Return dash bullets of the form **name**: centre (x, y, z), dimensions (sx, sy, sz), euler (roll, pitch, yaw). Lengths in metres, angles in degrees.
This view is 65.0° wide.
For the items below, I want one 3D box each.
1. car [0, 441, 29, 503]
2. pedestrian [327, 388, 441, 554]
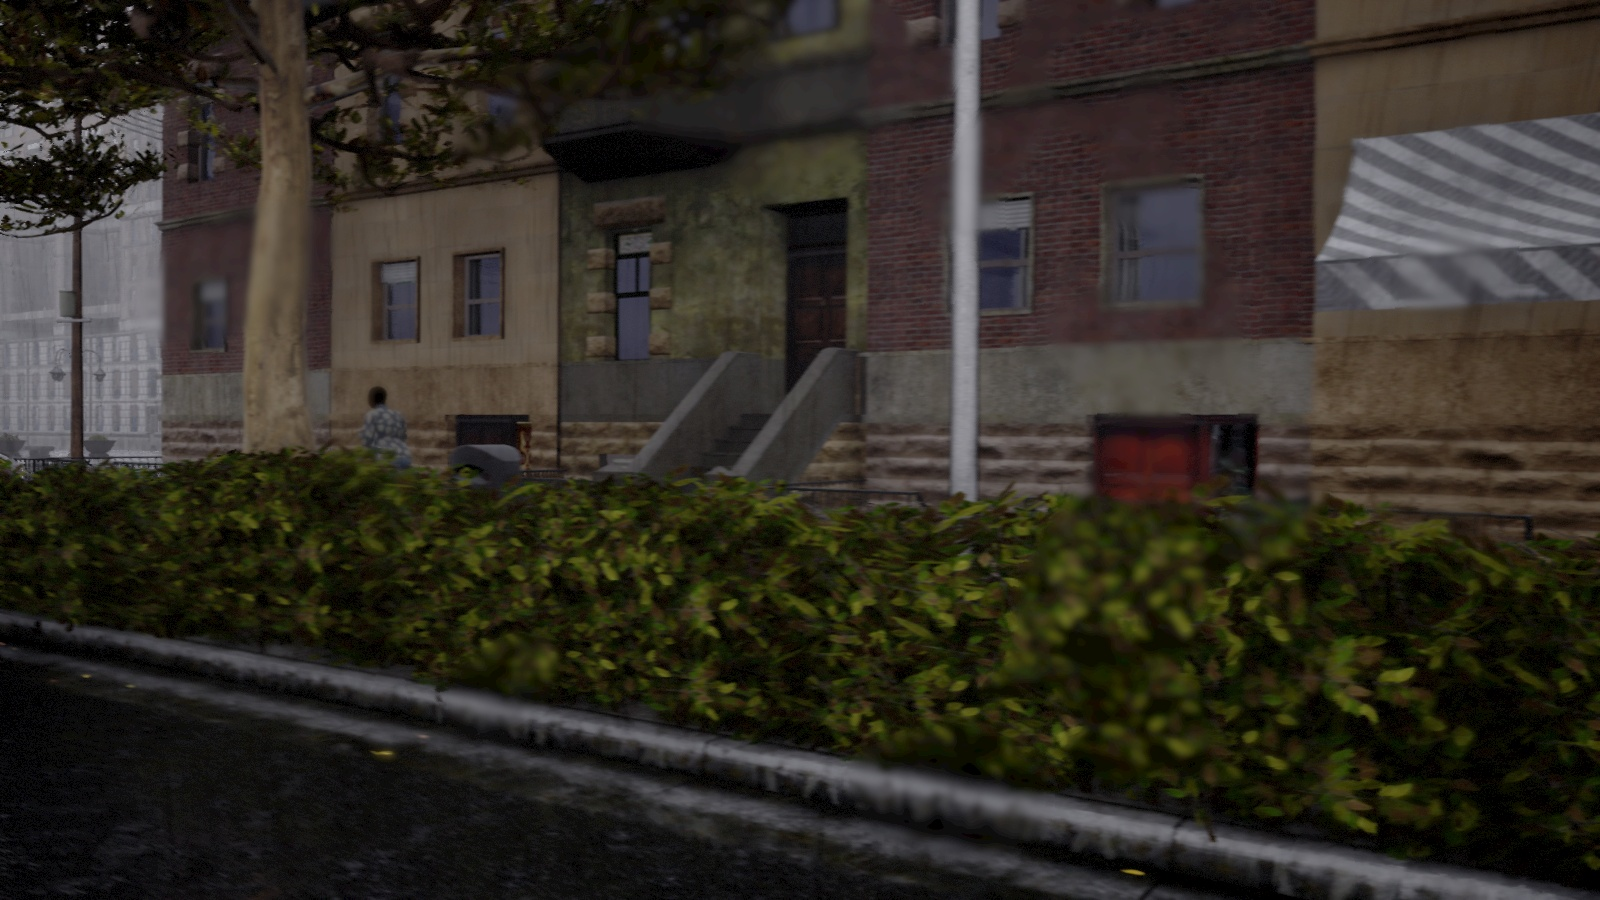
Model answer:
- **car**: centre (-20.600, 0.551, 28.770), dimensions (1.812, 1.442, 4.674), euler (0, 1, 33)
- **pedestrian**: centre (-4.846, 0.232, 14.637), dimensions (0.900, 1.855, 0.874), euler (0, 1, 34)
